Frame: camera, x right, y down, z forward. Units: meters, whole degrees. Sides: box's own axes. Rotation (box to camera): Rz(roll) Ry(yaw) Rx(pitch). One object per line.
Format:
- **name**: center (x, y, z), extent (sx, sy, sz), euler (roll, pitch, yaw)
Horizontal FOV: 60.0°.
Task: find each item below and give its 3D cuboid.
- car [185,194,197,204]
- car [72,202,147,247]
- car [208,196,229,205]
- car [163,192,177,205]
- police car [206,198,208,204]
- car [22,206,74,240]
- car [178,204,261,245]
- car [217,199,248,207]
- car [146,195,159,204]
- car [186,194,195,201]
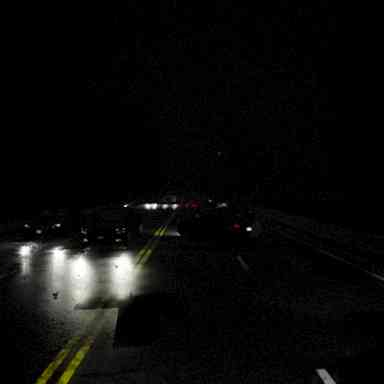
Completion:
- **car**: center (-0.236, 1.299, 58.494), extent (2.128, 1.511, 4.902), euler (0, 0, 0)
- **car**: center (-3.407, 1.407, 14.813), extent (1.882, 1.535, 5.008), euler (0, 0, 0)
- **car**: center (3.087, 1.284, 34.631), extent (2.033, 1.649, 4.856), euler (0, 0, 0)
- **car**: center (-3.591, 1.030, 55.287), extent (2.150, 2.045, 5.566), euler (0, 0, 0)
- **police car**: center (3.036, 1.328, 45.633), extent (2.038, 1.542, 4.974), euler (0, 0, 0)
- **car**: center (-6.665, 1.446, 16.761), extent (1.812, 1.442, 4.674), euler (0, 0, 0)
- **car**: center (1.145, 1.492, 15.306), extent (1.994, 1.385, 4.181), euler (0, 0, -37)
- **car**: center (3.140, 1.457, 23.630), extent (1.994, 1.385, 4.181), euler (0, 0, 0)
- **car**: center (-6.843, 1.298, 57.409), extent (2.128, 1.511, 4.902), euler (0, 0, 0)
- **car**: center (-0.361, 1.311, 76.385), extent (1.837, 1.490, 4.892), euler (0, 0, 0)
